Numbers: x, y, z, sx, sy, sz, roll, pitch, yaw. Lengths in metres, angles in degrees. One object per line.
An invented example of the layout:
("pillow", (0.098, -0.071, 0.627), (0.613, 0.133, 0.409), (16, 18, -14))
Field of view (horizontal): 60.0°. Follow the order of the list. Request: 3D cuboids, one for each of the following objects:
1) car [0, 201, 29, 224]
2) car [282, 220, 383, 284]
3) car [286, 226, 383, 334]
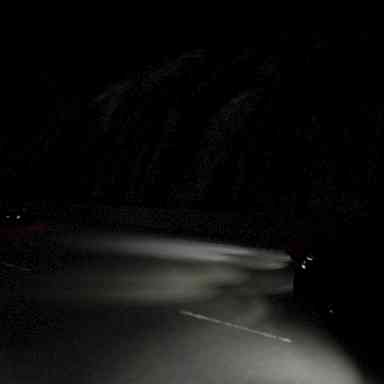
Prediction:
("car", (-12.448, 1.297, 21.473), (4.902, 1.511, 2.128), (1, 0, 36))
("car", (5.070, 1.592, 8.974), (4.718, 1.301, 1.895), (1, 0, 35))
("car", (4.498, 1.226, 5.084), (5.566, 2.045, 2.150), (0, 0, 36))
